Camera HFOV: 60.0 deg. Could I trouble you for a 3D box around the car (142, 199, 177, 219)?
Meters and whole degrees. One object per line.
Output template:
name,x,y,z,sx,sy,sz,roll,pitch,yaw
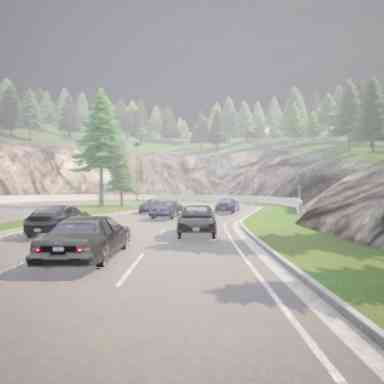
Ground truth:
car,-1.859,1.423,27.175,2.033,1.411,5.357,0,0,15

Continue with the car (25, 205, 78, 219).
car,-6.702,1.426,17.064,1.837,1.490,4.892,0,0,2

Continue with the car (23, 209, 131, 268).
car,-3.379,1.497,10.983,2.033,1.411,5.357,0,0,1

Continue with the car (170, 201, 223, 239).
car,0.290,1.413,17.005,2.128,1.511,4.902,0,0,2

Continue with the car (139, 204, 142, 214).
car,-3.710,1.412,33.133,1.994,1.385,4.181,0,0,15

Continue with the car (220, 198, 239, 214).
car,3.584,1.373,33.316,1.812,1.442,4.674,0,0,16
